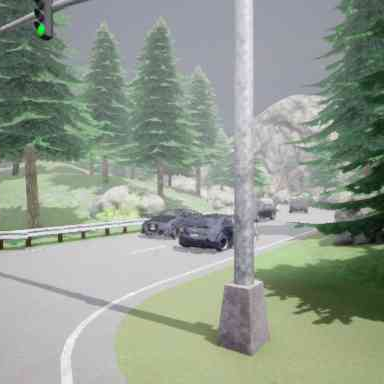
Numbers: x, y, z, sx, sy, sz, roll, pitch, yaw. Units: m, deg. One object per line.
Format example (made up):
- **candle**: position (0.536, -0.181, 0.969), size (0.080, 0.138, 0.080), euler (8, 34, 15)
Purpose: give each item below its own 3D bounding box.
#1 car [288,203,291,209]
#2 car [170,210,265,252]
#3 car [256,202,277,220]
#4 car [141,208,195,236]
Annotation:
- **car**: position (11.727, 1.520, 36.325), size (1.837, 1.490, 4.892), euler (0, 0, 21)
- **car**: position (1.239, 1.641, 14.232), size (1.994, 1.385, 4.181), euler (0, -1, 35)
- **car**: position (4.961, 1.506, 25.781), size (2.128, 1.511, 4.902), euler (0, 0, 35)
- **car**: position (-0.760, 1.579, 17.647), size (1.994, 1.385, 4.181), euler (0, 0, 35)
